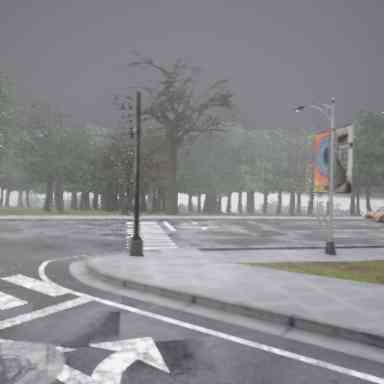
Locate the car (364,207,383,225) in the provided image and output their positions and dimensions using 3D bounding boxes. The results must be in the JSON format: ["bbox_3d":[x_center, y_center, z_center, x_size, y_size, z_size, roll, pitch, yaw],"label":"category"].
[{"bbox_3d":[19.239,2.185,32.473,4.553,1.767,2.097,1,1,-11],"label":"car"}]
